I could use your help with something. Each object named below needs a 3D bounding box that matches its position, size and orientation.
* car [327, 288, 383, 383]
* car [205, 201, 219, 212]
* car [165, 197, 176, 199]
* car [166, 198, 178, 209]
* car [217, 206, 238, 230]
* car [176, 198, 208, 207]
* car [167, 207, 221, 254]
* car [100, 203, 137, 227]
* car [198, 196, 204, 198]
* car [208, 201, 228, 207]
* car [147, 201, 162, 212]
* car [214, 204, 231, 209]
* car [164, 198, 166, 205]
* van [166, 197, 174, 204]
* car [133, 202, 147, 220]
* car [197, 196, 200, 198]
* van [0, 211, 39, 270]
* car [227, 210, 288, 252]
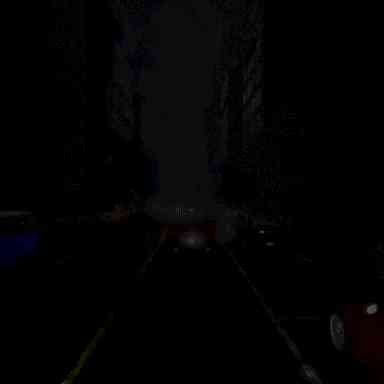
[{"bbox_3d":[2.857,1.617,3.318,1.802,1.307,4.206,0,-1,0],"label":"car"},{"bbox_3d":[2.857,1.996,47.693,1.752,1.417,4.829,0,-1,0],"label":"car"},{"bbox_3d":[-5.669,2.115,79.823,2.192,1.841,5.009,0,-1,0],"label":"car"},{"bbox_3d":[-3.012,2.164,56.876,1.895,1.301,4.718,0,-1,0],"label":"car"},{"bbox_3d":[2.857,1.748,19.895,2.008,1.369,4.403,0,-1,0],"label":"car"},{"bbox_3d":[0.024,1.631,28.424,2.097,1.767,4.553,0,-1,0],"label":"car"},{"bbox_3d":[0.031,1.620,14.238,1.882,1.535,5.008,0,0,1],"label":"car"},{"bbox_3d":[-5.669,1.774,25.252,1.752,1.417,4.829,0,-1,0],"label":"car"},{"bbox_3d":[2.857,2.345,79.820,1.887,1.381,4.507,0,-1,0],"label":"car"},{"bbox_3d":[2.857,1.745,30.947,1.967,1.590,4.097,0,-1,0],"label":"car"},{"bbox_3d":[-5.669,1.992,47.354,1.752,1.417,4.829,0,-1,0],"label":"car"},{"bbox_3d":[2.857,1.833,25.420,1.802,1.307,4.206,0,-1,0],"label":"car"},{"bbox_3d":[-5.668,2.075,53.048,2.008,1.369,4.403,0,-1,0],"label":"car"},{"bbox_3d":[-5.669,2.199,85.324,1.690,1.788,3.998,0,-1,0],"label":"van"},{"bbox_3d":[-5.669,1.744,30.948,1.967,1.590,4.097,0,-1,0],"label":"car"},{"bbox_3d":[2.857,2.424,85.321,1.947,1.339,4.313,0,-1,0],"label":"car"},{"bbox_3d":[-5.666,1.430,8.845,1.690,1.788,3.998,0,-1,0],"label":"van"},{"bbox_3d":[2.857,1.694,14.370,2.008,1.369,4.403,0,-1,0],"label":"car"}]
